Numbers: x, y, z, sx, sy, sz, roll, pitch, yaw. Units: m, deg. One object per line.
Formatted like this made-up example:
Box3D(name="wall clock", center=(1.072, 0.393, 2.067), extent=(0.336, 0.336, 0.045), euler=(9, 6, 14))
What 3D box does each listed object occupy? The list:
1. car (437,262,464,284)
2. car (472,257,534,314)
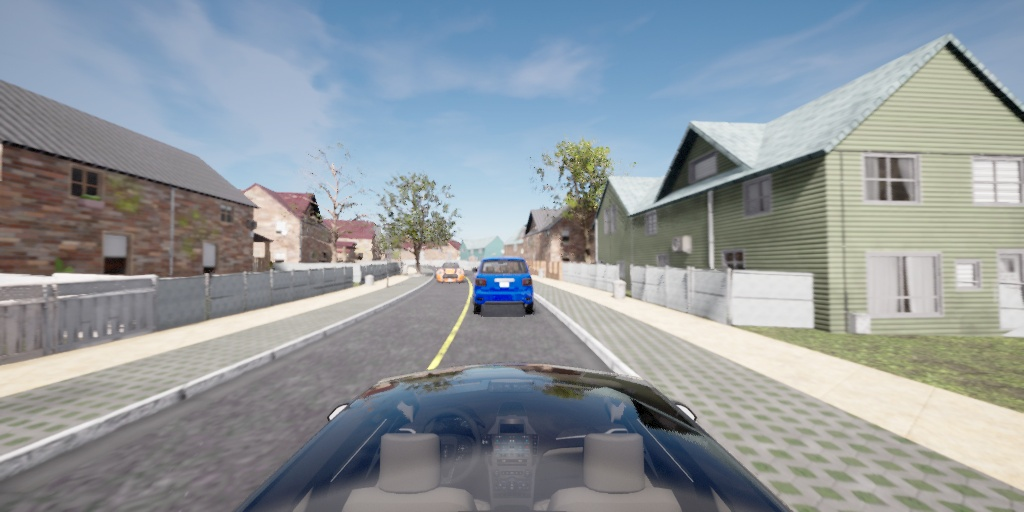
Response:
Box3D(name="car", center=(-5.006, 1.278, 29.346), extent=(2.097, 1.767, 4.553), euler=(0, 0, -9))
Box3D(name="car", center=(-0.427, 1.055, 14.510), extent=(2.150, 2.045, 5.566), euler=(0, 0, -4))
